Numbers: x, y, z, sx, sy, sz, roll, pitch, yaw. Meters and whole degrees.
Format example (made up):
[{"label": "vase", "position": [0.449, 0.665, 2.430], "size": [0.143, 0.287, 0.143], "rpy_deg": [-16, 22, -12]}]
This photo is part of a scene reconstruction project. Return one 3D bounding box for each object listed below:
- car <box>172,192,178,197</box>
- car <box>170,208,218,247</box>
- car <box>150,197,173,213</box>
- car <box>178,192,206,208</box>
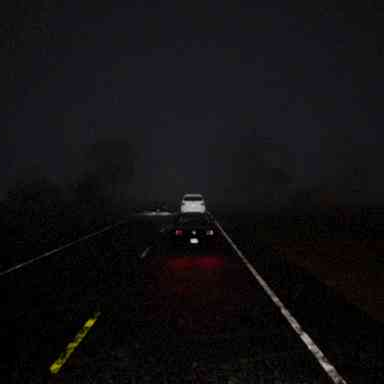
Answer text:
[{"label": "car", "position": [-3.493, 0.765, 78.609], "size": [2.150, 2.045, 5.566], "rpy_deg": [0, 0, 0]}, {"label": "car", "position": [0.094, 1.607, 15.121], "size": [1.895, 1.301, 4.718], "rpy_deg": [0, 0, 0]}, {"label": "car", "position": [-3.596, 1.539, 37.950], "size": [2.033, 1.411, 5.357], "rpy_deg": [0, 0, 0]}, {"label": "car", "position": [0.098, 1.220, 31.000], "size": [2.150, 2.045, 5.566], "rpy_deg": [0, 0, 0]}]
